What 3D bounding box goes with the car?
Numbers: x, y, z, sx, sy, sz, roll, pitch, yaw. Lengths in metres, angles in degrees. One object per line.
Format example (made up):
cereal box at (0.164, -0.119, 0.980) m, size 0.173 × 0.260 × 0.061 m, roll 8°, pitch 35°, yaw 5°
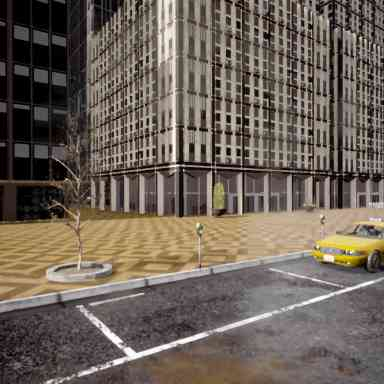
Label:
car at (5.780, 1.526, 10.677) m, size 4.829 × 1.417 × 1.752 m, roll 0°, pitch 0°, yaw -35°
